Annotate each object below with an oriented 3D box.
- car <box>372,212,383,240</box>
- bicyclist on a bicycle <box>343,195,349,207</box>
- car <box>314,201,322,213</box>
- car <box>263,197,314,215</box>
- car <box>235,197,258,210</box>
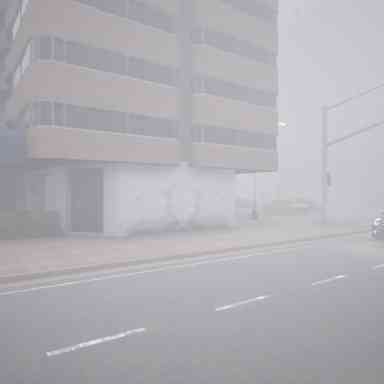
[{"bbox_3d":[10.420,1.352,15.885,4.553,1.767,2.097,0,0,-42],"label":"car"},{"bbox_3d":[22.047,1.301,47.669,1.656,1.620,0.582,0,0,-36],"label":"bicyclist on a bicycle"},{"bbox_3d":[12.379,1.352,36.341,2.097,1.767,4.553,0,0,-36],"label":"car"},{"bbox_3d":[9.568,1.477,34.253,1.882,1.535,5.008,0,0,-36],"label":"car"},{"bbox_3d":[6.565,1.478,44.362,1.882,1.535,5.008,0,0,-36],"label":"car"}]
